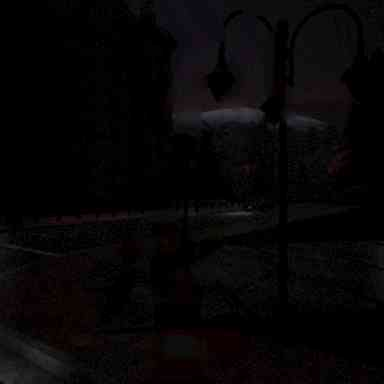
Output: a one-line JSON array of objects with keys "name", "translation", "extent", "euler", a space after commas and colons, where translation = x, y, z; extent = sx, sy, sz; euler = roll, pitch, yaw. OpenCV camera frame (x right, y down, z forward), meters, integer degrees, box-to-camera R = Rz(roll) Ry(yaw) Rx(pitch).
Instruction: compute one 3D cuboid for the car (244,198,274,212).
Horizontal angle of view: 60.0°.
[{"name": "car", "translation": [7.717, 1.452, 38.052], "extent": [2.128, 1.511, 4.902], "euler": [0, 0, 36]}]
